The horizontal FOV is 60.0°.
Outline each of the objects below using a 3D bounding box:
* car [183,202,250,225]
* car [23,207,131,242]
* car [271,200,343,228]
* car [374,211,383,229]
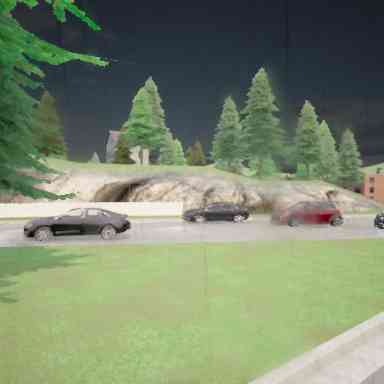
[{"bbox_3d":[1.775,1.549,24.472,4.892,1.490,1.837,0,0,-11],"label":"car"},{"bbox_3d":[-5.410,1.508,16.068,4.902,1.511,2.128,0,0,-11],"label":"car"},{"bbox_3d":[7.575,1.403,22.137,4.553,1.767,2.097,0,0,-14],"label":"car"},{"bbox_3d":[13.366,1.410,20.209,4.553,1.767,2.097,0,0,-21],"label":"car"}]
